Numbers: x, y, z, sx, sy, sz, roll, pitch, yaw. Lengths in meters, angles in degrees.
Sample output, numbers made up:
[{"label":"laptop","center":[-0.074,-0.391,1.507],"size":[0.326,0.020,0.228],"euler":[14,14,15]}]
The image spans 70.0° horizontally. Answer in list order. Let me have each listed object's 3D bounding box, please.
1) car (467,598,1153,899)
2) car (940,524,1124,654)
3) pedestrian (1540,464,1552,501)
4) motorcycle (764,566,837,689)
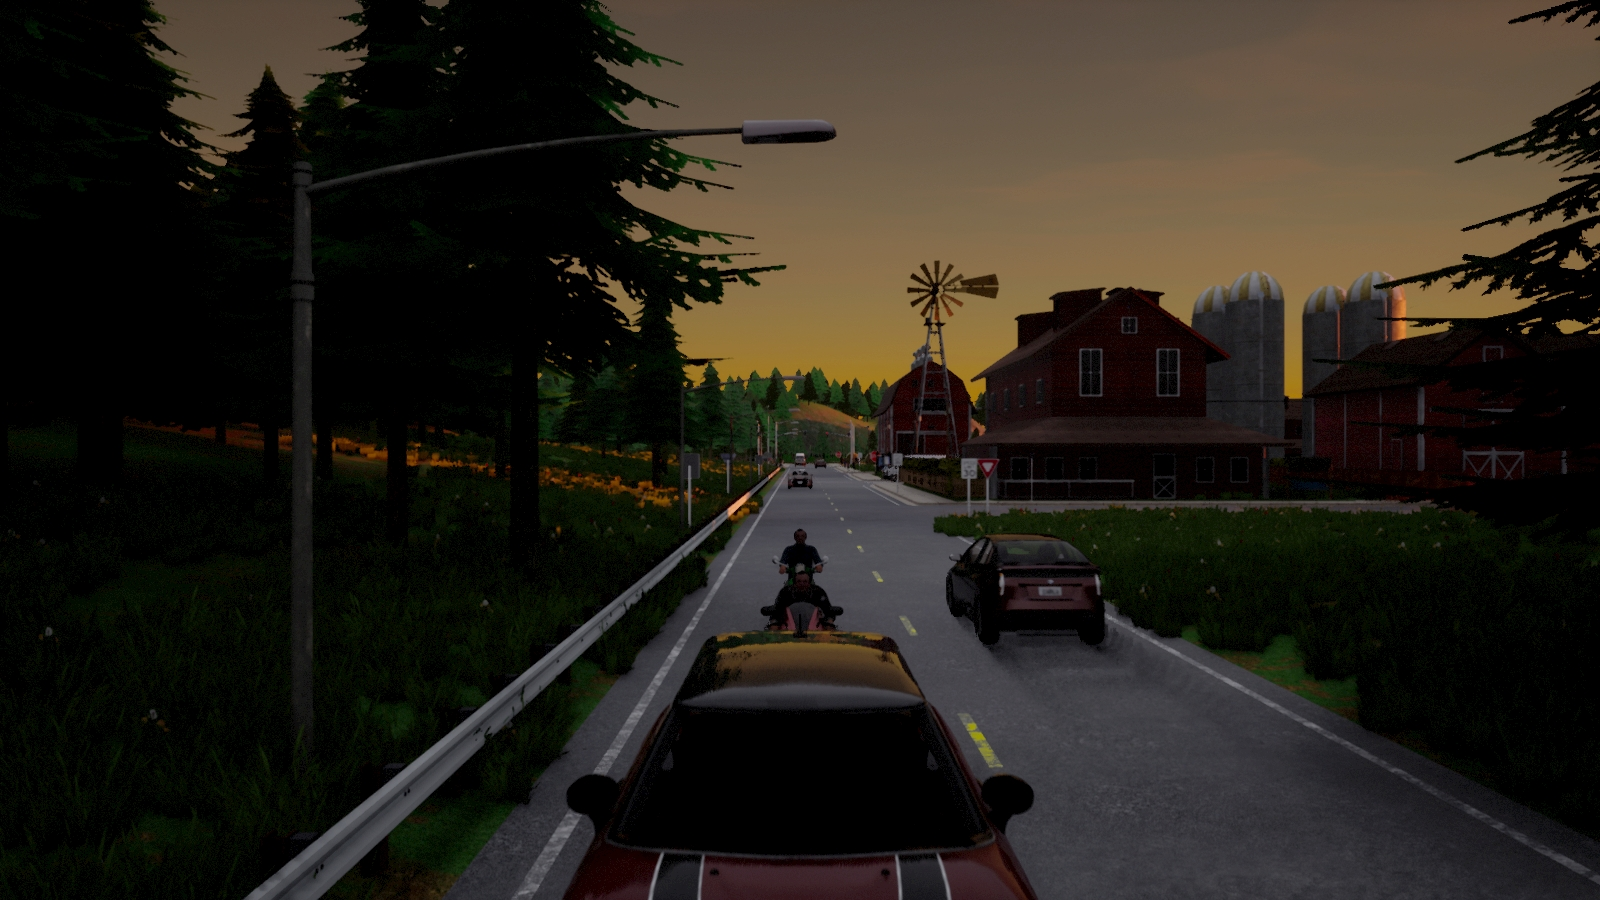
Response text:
[{"label":"car","center":[0.032,1.921,5.766],"size":[2.097,1.767,4.553],"euler":[0,0,0]},{"label":"car","center":[3.501,2.078,18.140],"size":[2.007,1.525,4.514],"euler":[0,0,0]},{"label":"pedestrian","center":[38.211,1.670,58.540],"size":[0.375,1.860,0.375],"euler":[0,0,-5]},{"label":"motorcycle","center":[0.010,2.237,14.756],"size":[0.867,1.251,2.209],"euler":[0,0,0]}]
